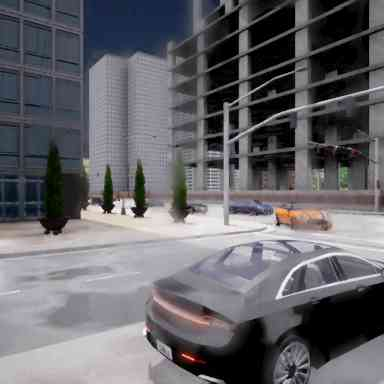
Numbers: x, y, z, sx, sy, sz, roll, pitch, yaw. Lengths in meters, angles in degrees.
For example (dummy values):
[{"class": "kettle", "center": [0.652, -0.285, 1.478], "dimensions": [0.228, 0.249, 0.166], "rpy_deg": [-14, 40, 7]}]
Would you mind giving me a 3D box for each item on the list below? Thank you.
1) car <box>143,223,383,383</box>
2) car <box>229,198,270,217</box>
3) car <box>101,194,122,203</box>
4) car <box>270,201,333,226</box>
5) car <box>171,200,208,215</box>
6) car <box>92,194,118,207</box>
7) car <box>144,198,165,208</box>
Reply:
[{"class": "car", "center": [1.662, 1.492, 5.040], "dimensions": [4.902, 1.511, 2.128], "rpy_deg": [0, 0, -36]}, {"class": "car", "center": [5.770, 1.408, 32.469], "dimensions": [2.097, 1.767, 4.553], "rpy_deg": [0, 0, -36]}, {"class": "car", "center": [-14.829, 1.187, 60.967], "dimensions": [1.882, 1.535, 5.008], "rpy_deg": [0, 0, -36]}, {"class": "car", "center": [6.747, 1.376, 20.514], "dimensions": [2.097, 1.767, 4.553], "rpy_deg": [0, 0, -5]}, {"class": "car", "center": [-0.296, 1.547, 34.858], "dimensions": [2.128, 1.511, 4.902], "rpy_deg": [0, 0, -36]}, {"class": "car", "center": [-14.723, 1.279, 54.793], "dimensions": [2.150, 2.045, 5.566], "rpy_deg": [0, 0, -35]}, {"class": "car", "center": [-5.609, 1.619, 48.130], "dimensions": [1.994, 1.385, 4.181], "rpy_deg": [0, 0, -36]}]
